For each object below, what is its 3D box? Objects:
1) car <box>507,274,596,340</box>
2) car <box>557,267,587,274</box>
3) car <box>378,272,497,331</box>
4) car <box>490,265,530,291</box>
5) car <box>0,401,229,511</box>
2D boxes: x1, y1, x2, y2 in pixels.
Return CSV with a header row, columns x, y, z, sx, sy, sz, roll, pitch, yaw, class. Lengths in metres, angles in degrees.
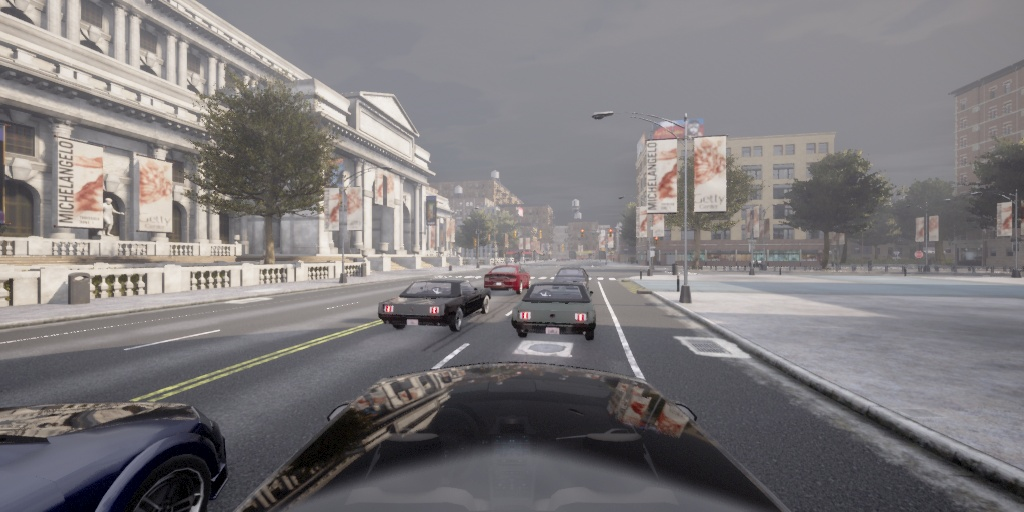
x,y,z,sx,sy,sz,roll,pitch,yaw,class
1.316,1.351,10.020,1.895,1.301,4.718,0,0,11,car
3.242,1.297,19.372,2.033,1.411,5.357,0,0,12,car
-2.029,1.351,11.027,1.895,1.301,4.718,0,0,11,car
-0.152,1.228,20.180,1.882,1.535,5.008,0,0,12,car
-3.158,1.314,1.037,1.994,1.385,4.181,0,0,-2,car
